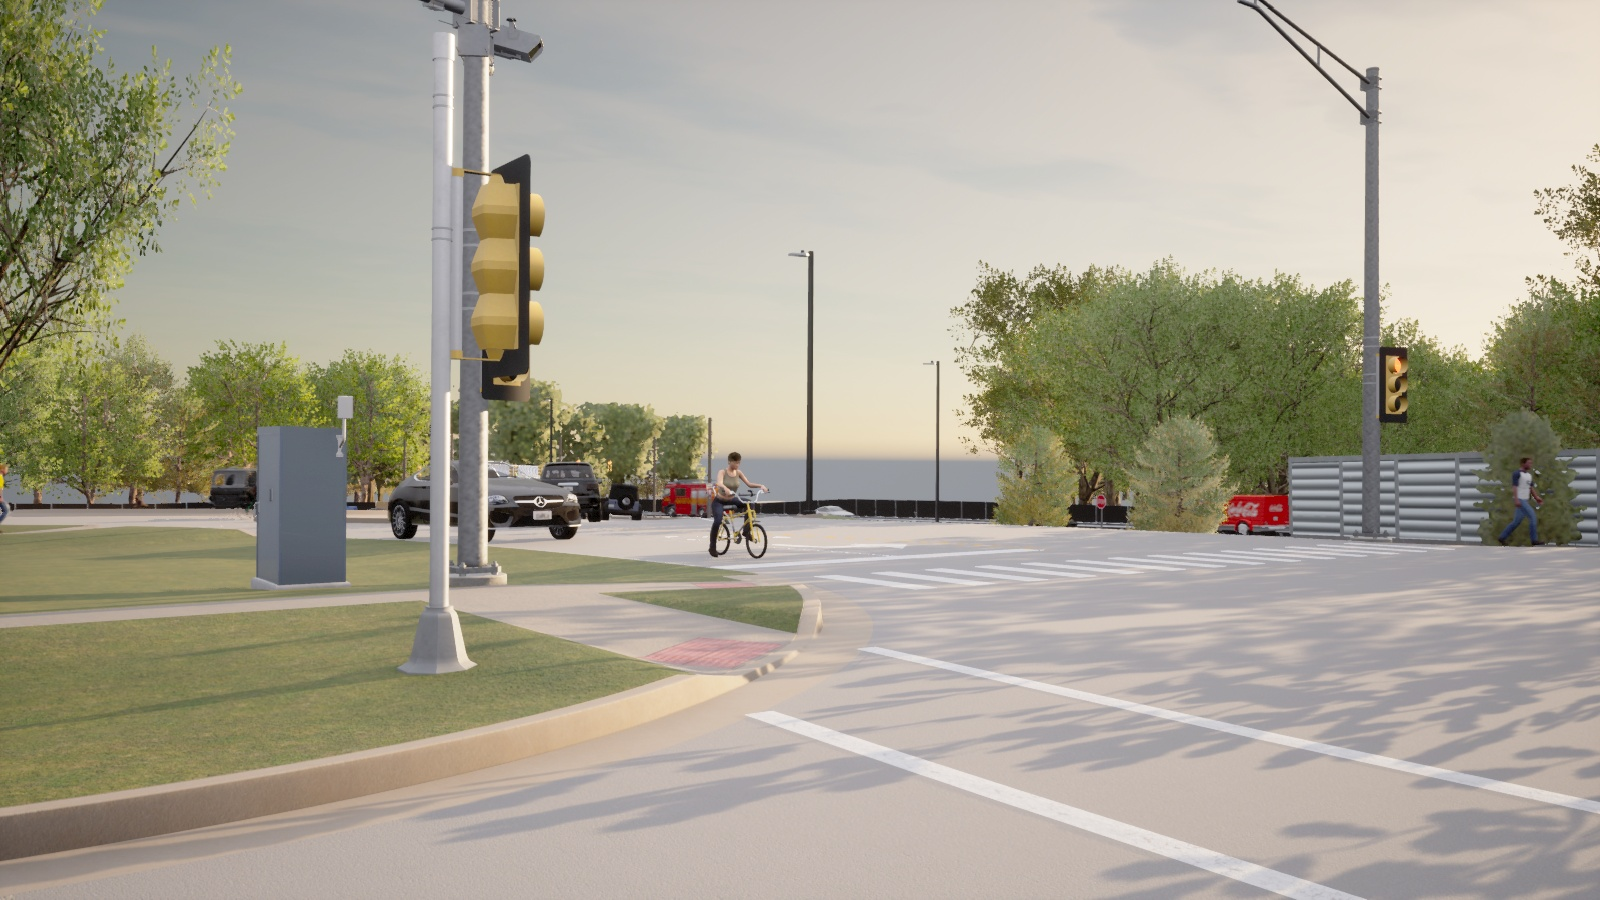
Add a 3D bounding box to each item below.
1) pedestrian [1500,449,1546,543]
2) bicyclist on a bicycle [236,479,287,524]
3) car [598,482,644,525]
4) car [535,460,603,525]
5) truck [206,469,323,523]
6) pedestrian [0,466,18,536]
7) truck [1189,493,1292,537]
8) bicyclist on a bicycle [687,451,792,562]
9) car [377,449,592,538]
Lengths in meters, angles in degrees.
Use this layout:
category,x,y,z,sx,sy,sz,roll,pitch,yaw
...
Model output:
category,x,y,z,sx,sy,sz,roll,pitch,yaw
pedestrian,14.370,0.905,24.967,0.354,1.836,0.706,0,0,-35
bicyclist on a bicycle,-20.014,1.905,46.700,1.656,1.620,0.582,2,-1,-18
car,-9.029,2.741,63.175,1.905,1.878,3.866,5,-6,-11
car,-8.006,1.545,43.418,2.150,2.045,5.566,-1,-3,-11
truck,-36.428,3.064,85.788,2.891,3.462,7.936,0,-1,17
pedestrian,-21.044,1.336,33.054,0.706,1.836,0.354,0,0,-43
truck,26.083,3.808,74.574,2.627,2.467,5.204,0,-2,-33
bicyclist on a bicycle,-0.941,0.837,19.197,0.866,1.612,1.509,0,-1,-39
car,-6.568,0.887,25.743,2.152,1.651,5.027,0,-2,-42
